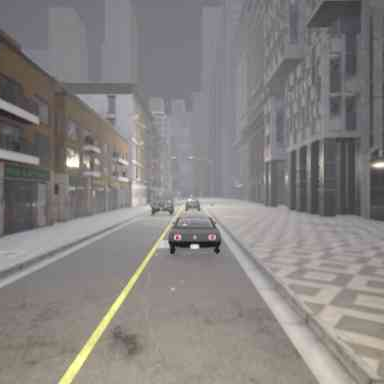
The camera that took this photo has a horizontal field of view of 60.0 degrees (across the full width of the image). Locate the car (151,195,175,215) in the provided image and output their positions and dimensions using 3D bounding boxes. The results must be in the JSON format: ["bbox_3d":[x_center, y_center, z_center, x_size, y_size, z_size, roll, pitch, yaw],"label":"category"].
[{"bbox_3d":[-3.001,1.292,35.271,2.150,2.045,5.566,0,0,0],"label":"car"}]

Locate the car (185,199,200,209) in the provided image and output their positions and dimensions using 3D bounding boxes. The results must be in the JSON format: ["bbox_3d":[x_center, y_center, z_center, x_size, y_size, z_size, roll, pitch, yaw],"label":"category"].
[{"bbox_3d":[0.103,1.594,43.492,2.128,1.511,4.902,0,0,0],"label":"car"}]

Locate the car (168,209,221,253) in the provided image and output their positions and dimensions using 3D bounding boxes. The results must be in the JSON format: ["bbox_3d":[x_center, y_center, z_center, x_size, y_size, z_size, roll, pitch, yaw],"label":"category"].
[{"bbox_3d":[0.101,1.616,13.819,1.895,1.301,4.718,0,0,0],"label":"car"}]
